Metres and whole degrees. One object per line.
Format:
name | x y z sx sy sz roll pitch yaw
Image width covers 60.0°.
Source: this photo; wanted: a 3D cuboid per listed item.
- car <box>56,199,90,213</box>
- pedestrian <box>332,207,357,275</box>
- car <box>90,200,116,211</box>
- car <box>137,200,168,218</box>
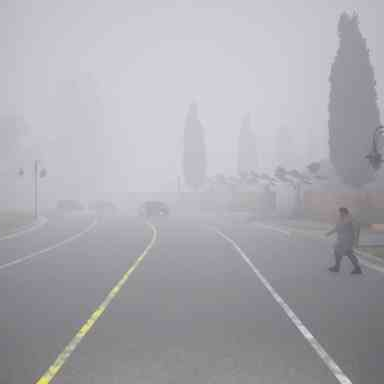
car | -14.317 1.591 39.102 4.892 1.490 1.837 -1 -2 44
pedestrian | 4.132 1.285 9.017 0.375 1.860 0.375 0 0 0
car | -11.268 1.660 41.359 4.181 1.385 1.994 -1 -1 45
car | -3.576 1.510 29.780 1.837 1.490 4.892 1 -1 -24
